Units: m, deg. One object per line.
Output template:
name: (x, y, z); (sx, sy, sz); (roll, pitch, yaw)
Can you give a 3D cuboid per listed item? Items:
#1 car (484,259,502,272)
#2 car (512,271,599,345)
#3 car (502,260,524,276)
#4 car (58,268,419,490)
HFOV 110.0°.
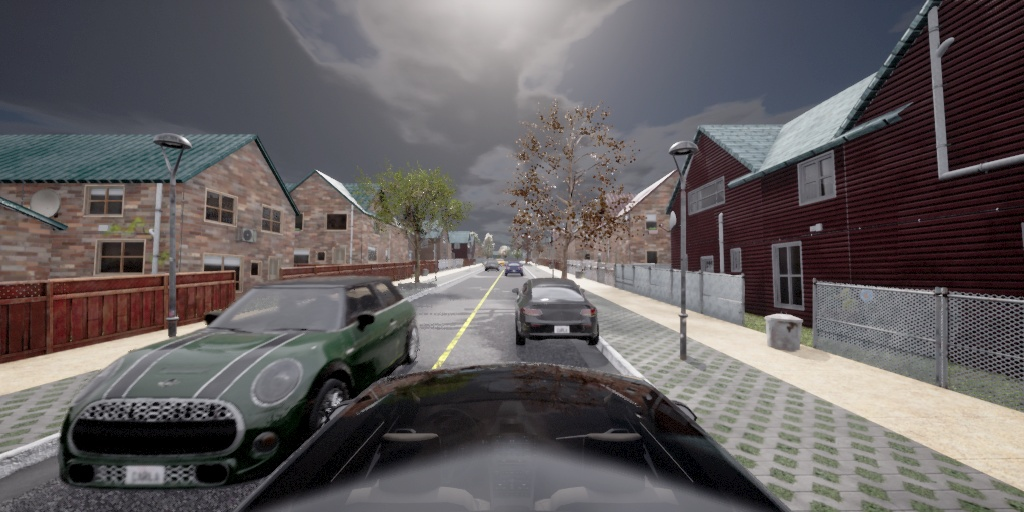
car: (-2.664, 1.317, 48.375); (1.837, 1.490, 4.892); (0, 0, 0)
car: (0.993, 1.284, 9.365); (1.812, 1.442, 4.674); (0, 0, 0)
car: (0.212, 1.323, 37.769); (1.812, 1.442, 4.674); (0, 0, 0)
car: (-2.836, 1.105, 5.023); (2.097, 1.767, 4.553); (0, 0, 0)
